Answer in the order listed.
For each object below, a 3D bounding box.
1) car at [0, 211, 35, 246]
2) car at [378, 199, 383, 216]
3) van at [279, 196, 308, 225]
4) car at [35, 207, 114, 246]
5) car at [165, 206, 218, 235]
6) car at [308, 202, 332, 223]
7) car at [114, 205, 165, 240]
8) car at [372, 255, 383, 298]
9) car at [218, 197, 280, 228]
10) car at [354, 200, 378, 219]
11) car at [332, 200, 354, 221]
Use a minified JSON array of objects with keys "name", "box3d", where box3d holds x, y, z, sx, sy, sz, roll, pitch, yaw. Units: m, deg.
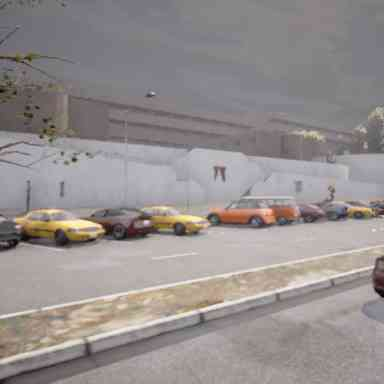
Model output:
[{"name":"car","box3d":[-8.937,1.535,13.933,4.674,1.452,2.002,-1,-1,35]},{"name":"car","box3d":[15.390,1.547,31.237,4.792,1.488,2.163,-1,-1,35]},{"name":"van","box3d":[5.742,1.324,24.268,4.442,1.987,1.878,-1,-1,35]},{"name":"car","box3d":[-6.356,1.498,15.565,5.366,1.575,1.946,-1,-1,35]},{"name":"car","box3d":[-1.497,1.522,19.026,5.366,1.575,1.946,-1,-1,35]},{"name":"car","box3d":[8.072,1.588,26.051,4.674,1.452,2.002,-1,0,35]},{"name":"car","box3d":[-4.107,1.545,17.412,4.792,1.488,2.163,-1,-1,35]},{"name":"car","box3d":[5.689,1.555,7.206,4.674,1.442,1.812,0,0,-36]},{"name":"car","box3d":[3.232,1.420,22.575,4.553,1.767,2.185,-1,-1,34]},{"name":"car","box3d":[13.090,1.527,29.421,5.366,1.575,1.946,-1,-1,35]},{"name":"car","box3d":[10.475,1.575,27.801,4.792,1.488,2.163,-1,-1,35]}]
